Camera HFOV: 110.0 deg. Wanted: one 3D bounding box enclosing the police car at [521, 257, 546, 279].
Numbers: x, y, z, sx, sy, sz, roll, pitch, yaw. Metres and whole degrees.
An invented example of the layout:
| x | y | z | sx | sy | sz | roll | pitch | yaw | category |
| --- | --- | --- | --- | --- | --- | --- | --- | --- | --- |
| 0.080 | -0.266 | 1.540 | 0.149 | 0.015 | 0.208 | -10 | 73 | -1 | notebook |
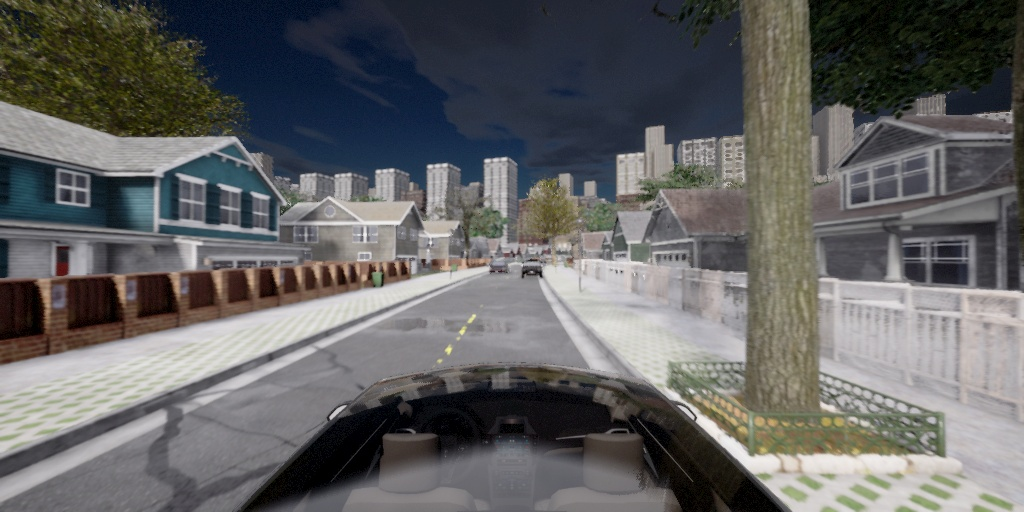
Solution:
| x | y | z | sx | sy | sz | roll | pitch | yaw | category |
| --- | --- | --- | --- | --- | --- | --- | --- | --- | --- |
| 1.831 | 1.157 | 32.917 | 1.930 | 1.638 | 5.238 | 0 | 0 | 4 | police car |

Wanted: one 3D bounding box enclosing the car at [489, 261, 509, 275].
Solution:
| x | y | z | sx | sy | sz | roll | pitch | yaw | category |
| --- | --- | --- | --- | --- | --- | --- | --- | --- | --- |
| -1.344 | 1.277 | 39.662 | 2.033 | 1.411 | 5.357 | 0 | 0 | 5 | car |
